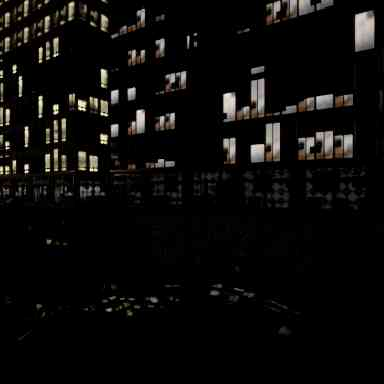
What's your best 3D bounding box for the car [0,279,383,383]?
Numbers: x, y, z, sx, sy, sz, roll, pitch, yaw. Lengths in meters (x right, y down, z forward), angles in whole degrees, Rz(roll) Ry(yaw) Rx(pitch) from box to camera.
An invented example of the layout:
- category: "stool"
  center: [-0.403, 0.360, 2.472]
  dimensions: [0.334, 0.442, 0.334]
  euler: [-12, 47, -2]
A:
- category: "car"
  center: [-0.427, 1.566, 3.175]
  dimensions: [4.313, 1.339, 1.947]
  euler: [0, 0, 36]
